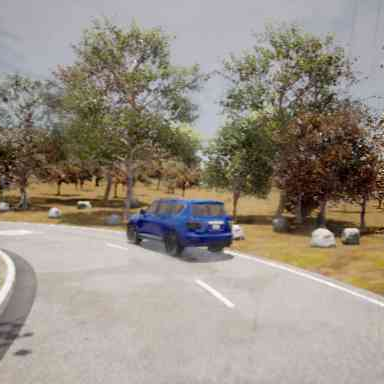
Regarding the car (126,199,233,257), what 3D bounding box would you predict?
[{"bbox_3d":[-0.710,1.304,13.601,2.150,2.045,5.566,3,-2,-35],"label":"car"}]
